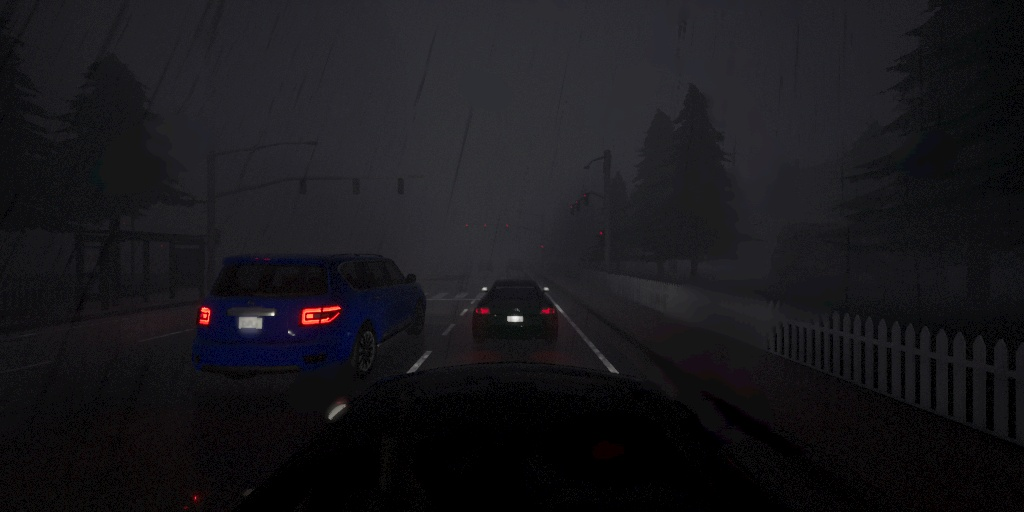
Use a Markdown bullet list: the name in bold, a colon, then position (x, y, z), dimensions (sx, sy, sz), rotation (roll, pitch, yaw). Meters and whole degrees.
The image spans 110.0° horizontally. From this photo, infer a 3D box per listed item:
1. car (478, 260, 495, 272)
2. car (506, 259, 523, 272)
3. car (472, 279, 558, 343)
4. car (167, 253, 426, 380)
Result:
- **car**: position (-3.216, 1.244, 45.174), dimensions (2.128, 1.511, 4.902), rotation (0, 0, 0)
- **car**: position (0.285, 1.102, 45.361), dimensions (2.097, 1.767, 4.553), rotation (0, 0, 0)
- **car**: position (0.091, 1.314, 9.664), dimensions (1.994, 1.385, 4.181), rotation (0, 0, 1)
- **car**: position (-3.403, 0.972, 7.385), dimensions (2.150, 2.045, 5.566), rotation (0, 0, 0)
